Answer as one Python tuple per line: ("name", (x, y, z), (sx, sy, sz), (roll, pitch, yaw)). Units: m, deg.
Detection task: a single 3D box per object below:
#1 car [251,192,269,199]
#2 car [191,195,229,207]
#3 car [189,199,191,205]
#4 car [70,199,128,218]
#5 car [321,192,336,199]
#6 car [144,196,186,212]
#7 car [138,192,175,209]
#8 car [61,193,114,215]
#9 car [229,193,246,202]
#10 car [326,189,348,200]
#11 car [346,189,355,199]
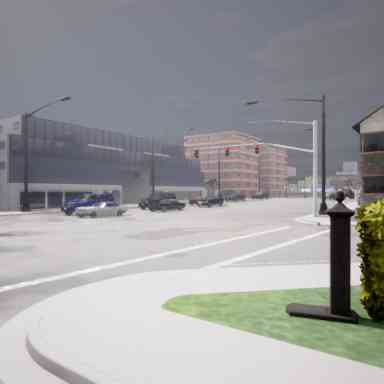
("car", (13.764, 0.732, 66.735), (2.033, 1.411, 5.357), (0, 0, 36))
("car", (2.487, 1.216, 44.702), (2.128, 1.511, 4.902), (0, 1, 35))
("car", (1.468, 1.245, 49.346), (1.895, 1.301, 4.718), (0, 2, 35))
("car", (-8.043, 1.554, 29.683), (1.895, 1.301, 4.718), (0, 0, 35))
("car", (28.679, 0.723, 69.690), (1.812, 1.442, 4.674), (0, -1, 35))
("car", (-2.784, 1.492, 37.186), (1.895, 1.301, 4.718), (0, 1, 35))
("car", (-4.136, 1.071, 41.355), (2.150, 2.045, 5.566), (0, 1, 36))
("car", (-10.078, 1.170, 32.882), (2.150, 2.045, 5.566), (0, 0, 35))
("car", (7.591, 0.899, 58.053), (2.033, 1.411, 5.357), (0, 1, 35))
("car", (25.896, 0.684, 59.454), (1.837, 1.490, 4.892), (0, 0, 35))
("car", (31.589, 0.425, 67.746), (2.150, 2.045, 5.566), (0, -1, 35))
